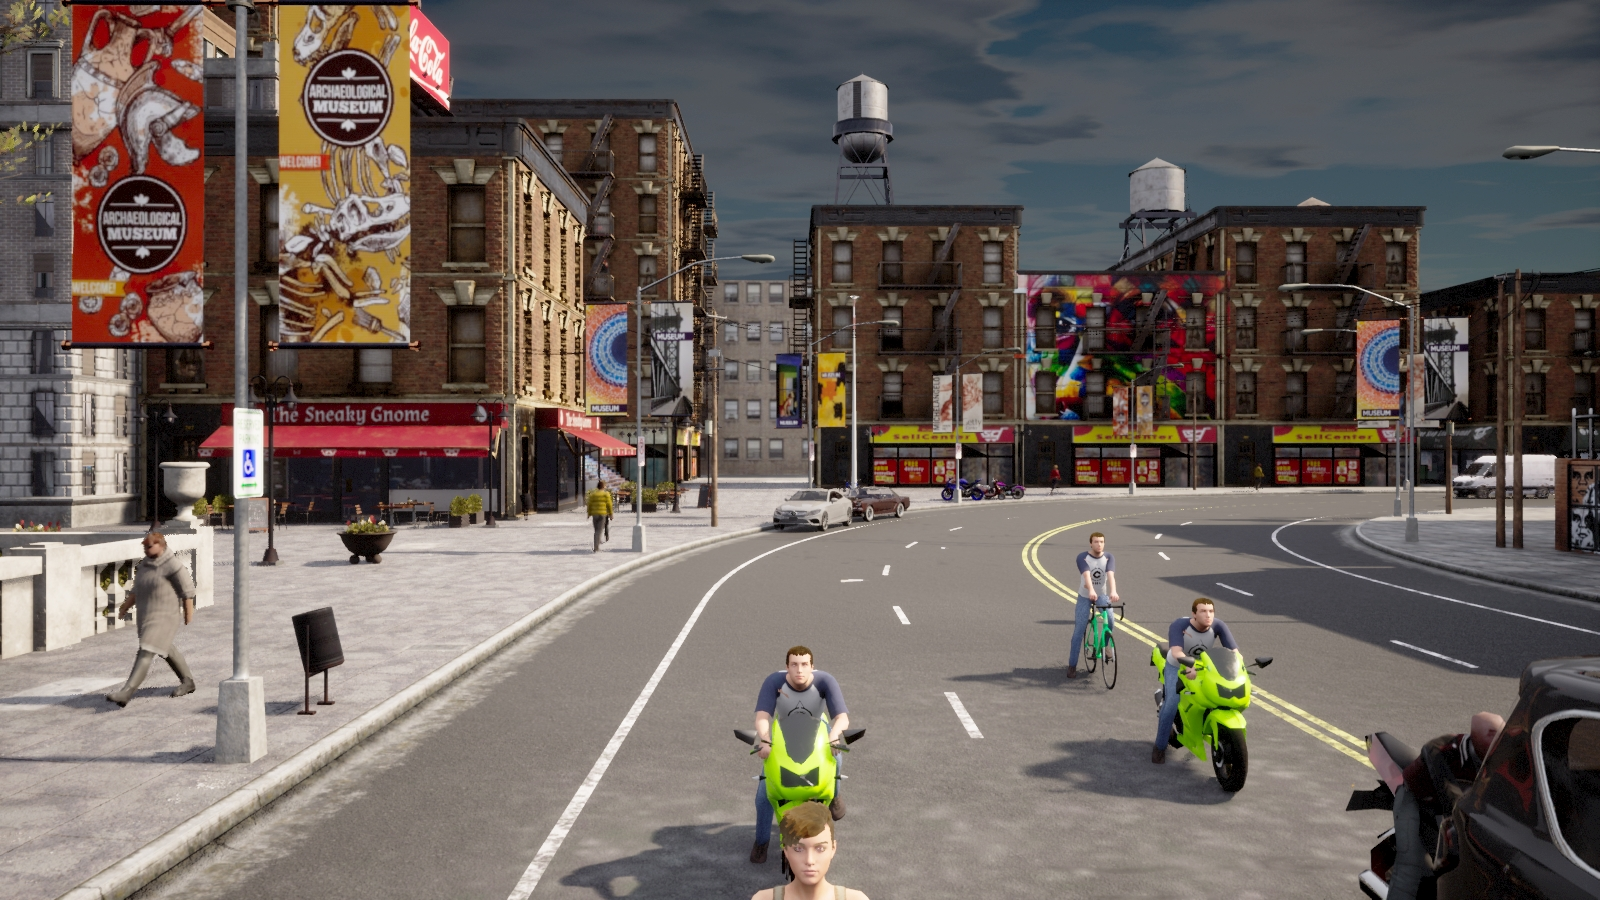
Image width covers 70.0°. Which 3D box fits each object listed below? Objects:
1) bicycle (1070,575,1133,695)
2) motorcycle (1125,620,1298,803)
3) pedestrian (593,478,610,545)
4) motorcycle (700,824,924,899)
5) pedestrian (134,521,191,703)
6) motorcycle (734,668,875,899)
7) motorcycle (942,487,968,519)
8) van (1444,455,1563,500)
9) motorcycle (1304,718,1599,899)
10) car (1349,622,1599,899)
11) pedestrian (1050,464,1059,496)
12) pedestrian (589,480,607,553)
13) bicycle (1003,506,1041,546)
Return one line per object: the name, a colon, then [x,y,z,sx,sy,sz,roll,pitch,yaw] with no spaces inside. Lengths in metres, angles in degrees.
bicycle: [3.650,2.212,13.929,0.373,1.196,1.643,0,0,1]
motorcycle: [3.536,2.217,10.038,0.803,1.145,2.033,0,0,0]
pedestrian: [-5.551,1.710,31.990,0.375,1.860,0.375,0,0,6]
motorcycle: [0.039,2.172,3.492,0.764,1.277,2.356,0,0,0]
pedestrian: [-6.773,1.701,12.139,0.375,1.860,0.375,0,0,20]
motorcycle: [0.030,2.215,7.575,0.803,1.145,2.033,0,0,0]
motorcycle: [6.477,2.200,47.774,0.856,1.236,1.805,0,0,0]
van: [40.950,1.559,66.571,5.915,2.561,1.988,0,0,-6]
motorcycle: [3.501,2.233,5.853,0.867,1.251,2.209,1,-2,0]
car: [3.469,1.779,2.201,2.150,2.045,5.566,0,0,0]
pedestrian: [14.873,1.724,66.807,0.375,1.860,0.375,0,0,-34]
pedestrian: [-5.187,1.708,29.391,0.375,1.860,0.375,0,0,3]
bicycle: [6.661,2.270,34.287,0.859,1.080,1.487,0,0,0]
